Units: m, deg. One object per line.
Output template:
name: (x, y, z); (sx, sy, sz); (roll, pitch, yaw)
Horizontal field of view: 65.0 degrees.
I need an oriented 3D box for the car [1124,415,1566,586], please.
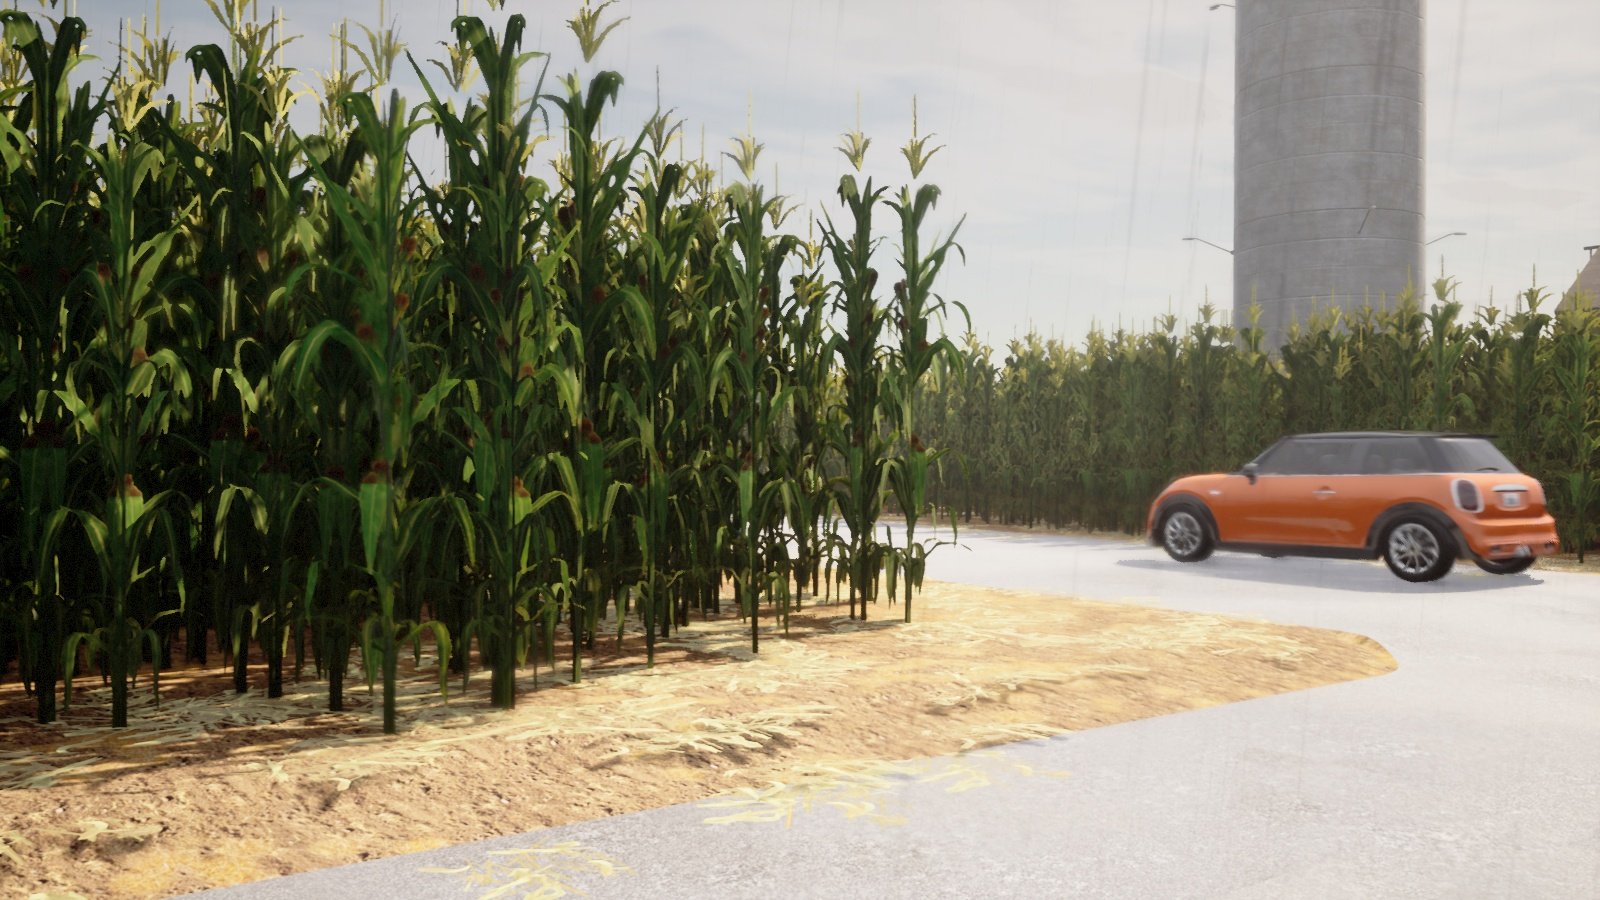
car: (6.457, 0.544, 15.403); (2.097, 1.767, 4.553); (1, -1, -35)
